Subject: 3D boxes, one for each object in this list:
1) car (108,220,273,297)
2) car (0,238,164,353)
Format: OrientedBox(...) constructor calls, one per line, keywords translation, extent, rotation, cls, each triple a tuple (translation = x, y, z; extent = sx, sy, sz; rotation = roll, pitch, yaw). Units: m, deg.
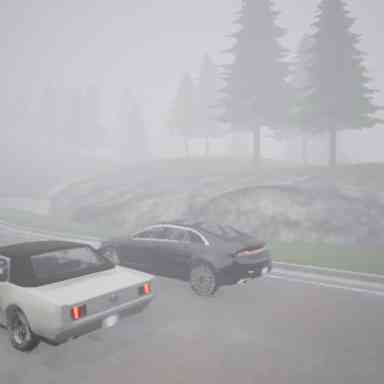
OrientedBox(translation=(-0.395, 1.468, 8.576), extent=(4.902, 1.511, 2.128), rotation=(0, 0, 36), cls="car")
OrientedBox(translation=(-2.977, 1.574, 6.121), extent=(4.718, 1.301, 1.895), rotation=(0, 0, 36), cls="car")
